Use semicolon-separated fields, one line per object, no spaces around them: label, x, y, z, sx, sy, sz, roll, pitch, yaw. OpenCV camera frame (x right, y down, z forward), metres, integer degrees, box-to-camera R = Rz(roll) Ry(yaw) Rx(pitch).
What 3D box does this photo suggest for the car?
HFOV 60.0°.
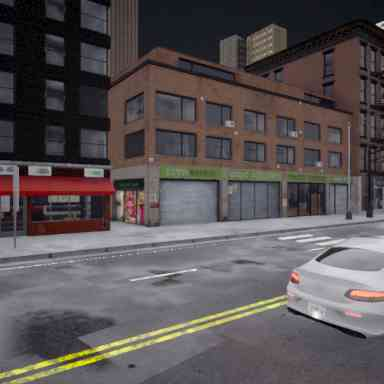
car;3.719;1.526;6.094;4.674;1.442;1.812;0;0;-34
